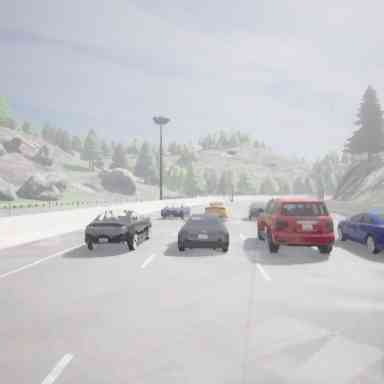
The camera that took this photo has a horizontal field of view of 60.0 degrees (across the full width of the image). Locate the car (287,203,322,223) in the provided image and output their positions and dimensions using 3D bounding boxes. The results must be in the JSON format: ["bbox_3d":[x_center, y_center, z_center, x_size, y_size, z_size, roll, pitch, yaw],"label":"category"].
[{"bbox_3d":[9.078,1.616,27.159,1.895,1.301,4.718,0,0,9],"label":"car"}]

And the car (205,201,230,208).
[{"bbox_3d":[2.153,1.485,28.180,1.882,1.535,5.008,0,0,9],"label":"car"}]

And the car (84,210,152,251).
[{"bbox_3d":[-2.953,1.495,14.197,2.128,1.511,4.902,0,0,4],"label":"car"}]

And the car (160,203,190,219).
[{"bbox_3d":[-1.303,1.616,28.735,1.895,1.301,4.718,0,0,9],"label":"car"}]

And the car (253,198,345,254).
[{"bbox_3d":[4.030,1.258,13.701,2.150,2.045,5.566,0,0,4],"label":"car"}]

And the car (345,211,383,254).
[{"bbox_3d":[7.518,1.485,13.409,1.882,1.535,5.008,0,0,4],"label":"car"}]

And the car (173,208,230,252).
[{"bbox_3d":[0.537,1.572,13.934,1.994,1.385,4.181,0,0,4],"label":"car"}]

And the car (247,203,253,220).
[{"bbox_3d":[5.613,1.533,27.655,1.812,1.442,4.674,0,0,9],"label":"car"}]
